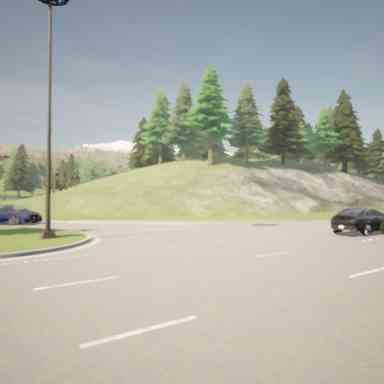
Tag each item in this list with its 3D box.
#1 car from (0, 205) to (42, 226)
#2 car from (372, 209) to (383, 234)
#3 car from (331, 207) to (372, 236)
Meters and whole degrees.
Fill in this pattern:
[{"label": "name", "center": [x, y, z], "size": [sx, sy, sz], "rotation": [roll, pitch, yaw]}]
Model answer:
[{"label": "car", "center": [-12.732, 1.592, 23.401], "size": [4.181, 1.385, 1.994], "rotation": [0, 0, 17]}, {"label": "car", "center": [11.344, 1.388, 16.138], "size": [5.566, 2.045, 2.150], "rotation": [1, 0, -35]}, {"label": "car", "center": [10.122, 1.681, 19.565], "size": [4.892, 1.490, 1.837], "rotation": [1, 0, -35]}]
